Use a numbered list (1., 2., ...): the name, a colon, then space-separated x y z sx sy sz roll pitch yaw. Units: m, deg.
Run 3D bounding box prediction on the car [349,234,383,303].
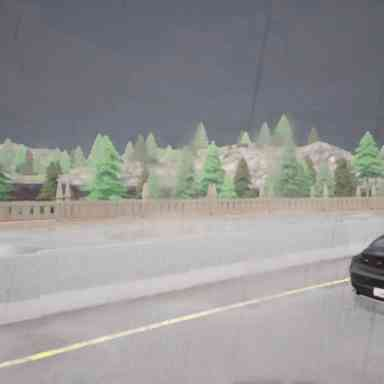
1. car: 5.306 1.446 6.835 4.892 1.490 1.837 0 0 -30
